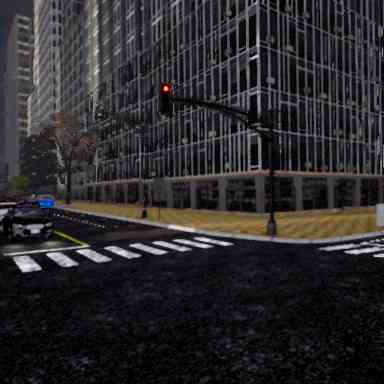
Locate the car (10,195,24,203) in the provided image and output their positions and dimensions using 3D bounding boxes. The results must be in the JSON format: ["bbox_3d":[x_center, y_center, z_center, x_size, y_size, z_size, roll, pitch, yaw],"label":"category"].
[{"bbox_3d":[-34.520,1.380,65.471,1.967,1.590,4.097,0,0,-34],"label":"car"}]

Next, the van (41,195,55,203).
[{"bbox_3d":[-18.510,1.275,41.991,1.690,1.788,3.998,0,0,-34],"label":"van"}]

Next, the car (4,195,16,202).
[{"bbox_3d":[-40.924,1.492,74.863,2.008,1.369,4.403,0,0,-34],"label":"car"}]

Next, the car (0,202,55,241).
[{"bbox_3d":[-8.326,1.475,16.767,2.128,1.511,4.902,-1,0,-34],"label":"car"}]

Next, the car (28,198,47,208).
[{"bbox_3d":[-21.711,1.518,46.688,1.802,1.307,4.206,0,0,-34],"label":"car"}]

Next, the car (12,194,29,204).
[{"bbox_3d":[-31.318,1.254,60.776,2.192,1.841,5.009,0,0,-34],"label":"car"}]

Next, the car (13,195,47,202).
[{"bbox_3d":[-17.524,1.452,35.933,2.128,1.511,4.902,-1,0,-34],"label":"car"}]

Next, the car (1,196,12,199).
[{"bbox_3d":[-19.354,1.500,32.951,1.837,1.490,4.892,-1,0,-34],"label":"car"}]

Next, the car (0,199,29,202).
[{"bbox_3d":[-13.525,1.515,24.395,1.812,1.442,4.674,-1,0,-34],"label":"car"}]

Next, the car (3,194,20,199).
[{"bbox_3d":[-28.843,1.472,52.516,1.837,1.490,4.892,-1,0,-34],"label":"car"}]
